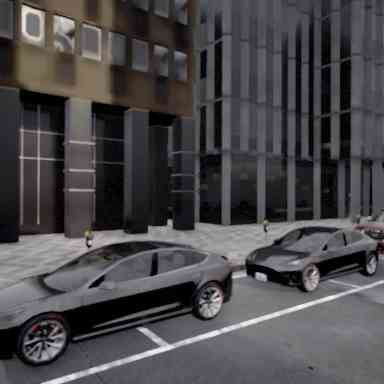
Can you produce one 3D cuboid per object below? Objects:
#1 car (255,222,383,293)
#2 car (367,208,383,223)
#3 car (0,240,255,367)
[{"bbox_3d":[3.400,1.639,9.074,4.313,1.339,1.947,1,-1,-35],"label":"car"},{"bbox_3d":[7.990,1.440,12.349,5.009,1.841,2.192,1,-1,-35],"label":"car"},{"bbox_3d":[-1.190,1.587,5.802,4.313,1.339,1.947,1,-1,-35],"label":"car"}]
